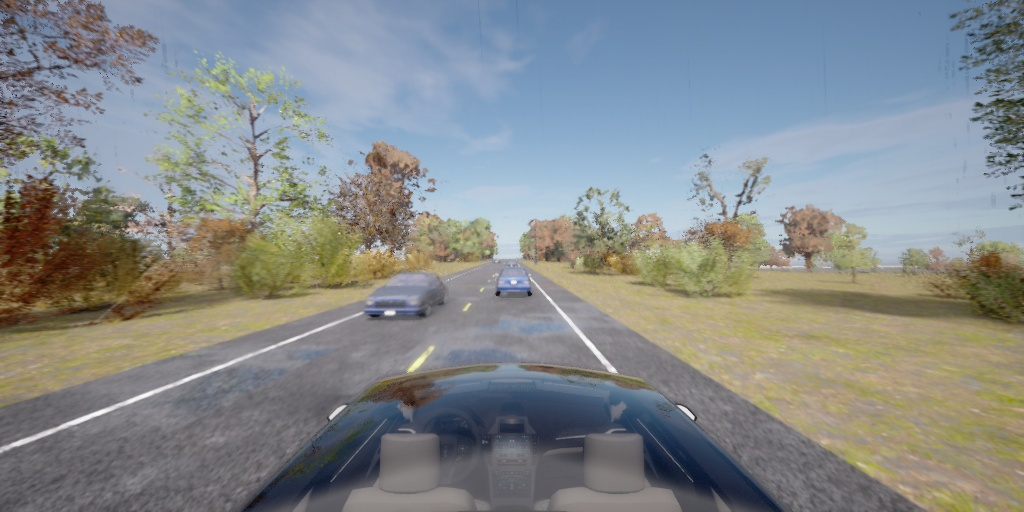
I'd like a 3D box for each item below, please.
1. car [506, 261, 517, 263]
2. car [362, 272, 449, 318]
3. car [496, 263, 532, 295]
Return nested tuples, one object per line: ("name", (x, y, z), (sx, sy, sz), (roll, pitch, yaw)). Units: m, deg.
("car", (-0.049, 1.299, 46.967), (2.033, 1.411, 5.357), (0, 0, 0))
("car", (-3.603, 1.298, 13.245), (2.033, 1.411, 5.357), (0, 0, 0))
("car", (0.079, 1.298, 19.602), (2.033, 1.411, 5.357), (0, 0, 0))
